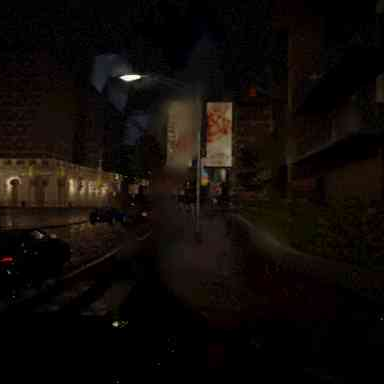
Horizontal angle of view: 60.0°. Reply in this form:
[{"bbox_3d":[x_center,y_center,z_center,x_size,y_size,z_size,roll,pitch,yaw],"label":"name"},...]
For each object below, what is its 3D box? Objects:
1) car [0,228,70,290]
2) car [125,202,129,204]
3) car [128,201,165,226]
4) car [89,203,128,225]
[{"bbox_3d":[-4.980,1.703,9.470,1.994,1.385,4.181,1,-1,-4],"label":"car"},{"bbox_3d":[-17.484,3.303,90.381,1.895,1.301,4.718,1,-1,4],"label":"car"},{"bbox_3d":[-3.730,1.941,29.263,2.097,1.767,4.553,1,-1,4],"label":"car"},{"bbox_3d":[-7.265,2.005,28.921,1.882,1.535,5.008,1,-1,5],"label":"car"}]
